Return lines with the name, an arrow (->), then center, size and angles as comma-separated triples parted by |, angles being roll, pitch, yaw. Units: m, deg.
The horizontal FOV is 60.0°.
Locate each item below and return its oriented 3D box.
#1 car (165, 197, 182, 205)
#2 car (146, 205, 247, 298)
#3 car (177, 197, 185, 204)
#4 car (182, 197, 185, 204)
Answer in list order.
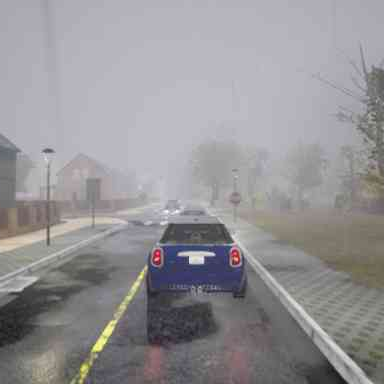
car -> -2.758, 1.772, 46.673 | 1.812, 1.442, 4.674 | 0, 0, 0
car -> 0.098, 1.388, 8.743 | 2.097, 1.767, 4.553 | 0, 0, 0
car -> -2.581, 1.969, 78.345 | 1.837, 1.490, 4.892 | 0, 0, 0
car -> -2.677, 1.886, 62.686 | 1.812, 1.442, 4.674 | 0, -1, 1
